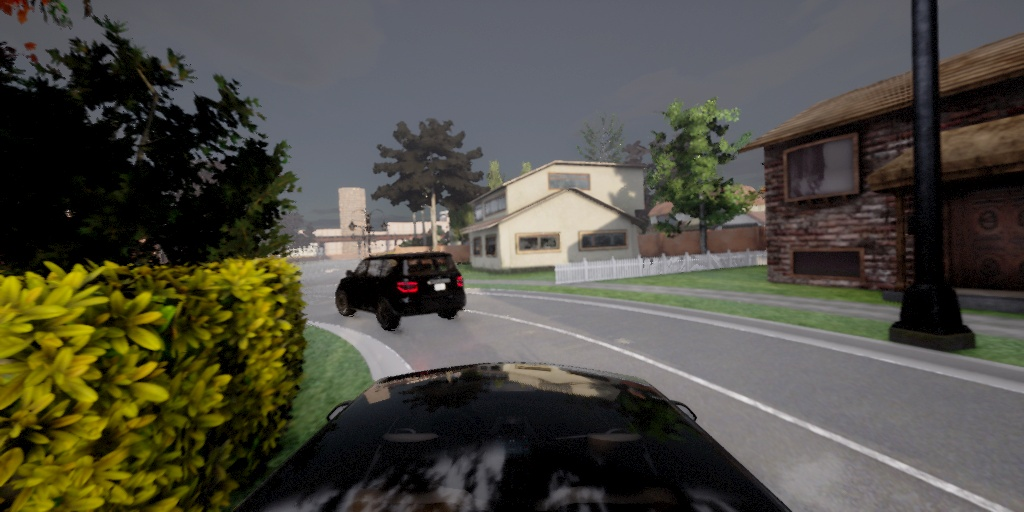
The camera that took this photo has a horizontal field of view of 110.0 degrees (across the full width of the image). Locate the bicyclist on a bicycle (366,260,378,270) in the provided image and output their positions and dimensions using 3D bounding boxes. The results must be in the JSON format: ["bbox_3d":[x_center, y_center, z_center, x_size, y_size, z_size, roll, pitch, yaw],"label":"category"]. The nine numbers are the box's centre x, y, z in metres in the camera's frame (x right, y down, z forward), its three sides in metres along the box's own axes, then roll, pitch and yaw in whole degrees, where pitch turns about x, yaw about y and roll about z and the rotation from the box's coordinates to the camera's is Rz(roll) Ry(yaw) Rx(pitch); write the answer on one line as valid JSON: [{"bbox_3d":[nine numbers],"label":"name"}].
[{"bbox_3d":[-16.117,0.860,41.332,1.656,1.620,0.582,-3,2,-21],"label":"bicyclist on a bicycle"}]

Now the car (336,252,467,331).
[{"bbox_3d":[-3.696,0.939,11.325,2.150,2.045,5.566,-4,2,-43],"label":"car"}]

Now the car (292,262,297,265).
[{"bbox_3d":[-29.289,1.525,46.702,2.128,1.511,4.902,-3,1,-20],"label":"car"}]
